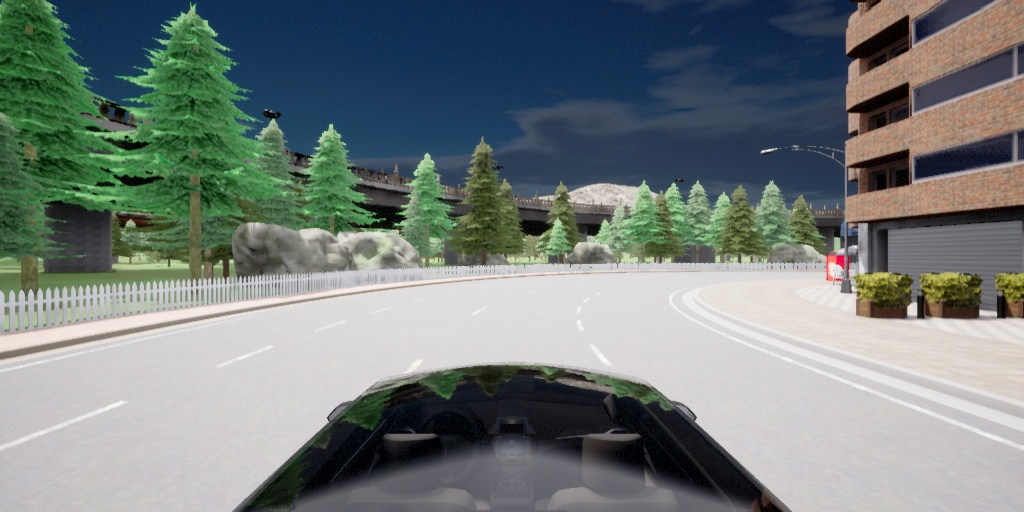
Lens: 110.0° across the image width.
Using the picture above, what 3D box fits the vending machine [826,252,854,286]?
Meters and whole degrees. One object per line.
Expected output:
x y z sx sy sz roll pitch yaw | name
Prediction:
23.822 0.927 26.207 0.880 2.100 1.100 0 0 -12 | vending machine
